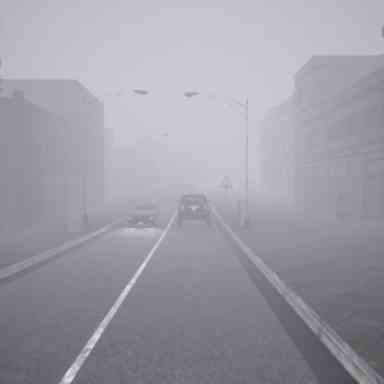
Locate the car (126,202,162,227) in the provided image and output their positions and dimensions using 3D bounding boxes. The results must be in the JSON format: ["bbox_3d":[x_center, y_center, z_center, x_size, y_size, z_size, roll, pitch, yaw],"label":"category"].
[{"bbox_3d":[-3.076,1.431,22.582,2.033,1.411,5.357,0,1,0],"label":"car"}]

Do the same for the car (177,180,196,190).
[{"bbox_3d":[-0.976,-1.248,65.615,2.150,2.045,5.566,1,3,24],"label":"car"}]

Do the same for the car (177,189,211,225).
[{"bbox_3d":[0.125,1.089,23.237,2.150,2.045,5.566,0,1,0],"label":"car"}]

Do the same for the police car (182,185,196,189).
[{"bbox_3d":[0.138,0.400,41.557,1.930,1.638,5.238,0,4,0],"label":"police car"}]
